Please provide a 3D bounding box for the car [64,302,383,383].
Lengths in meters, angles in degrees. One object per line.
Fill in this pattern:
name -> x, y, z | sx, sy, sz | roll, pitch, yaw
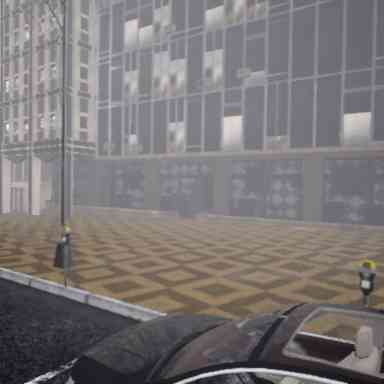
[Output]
car -> 0.901, 1.525, 2.234 | 4.403, 1.369, 2.008 | 1, 2, 35
